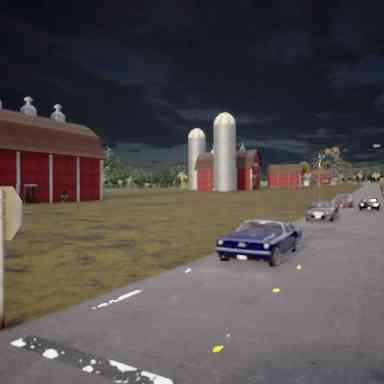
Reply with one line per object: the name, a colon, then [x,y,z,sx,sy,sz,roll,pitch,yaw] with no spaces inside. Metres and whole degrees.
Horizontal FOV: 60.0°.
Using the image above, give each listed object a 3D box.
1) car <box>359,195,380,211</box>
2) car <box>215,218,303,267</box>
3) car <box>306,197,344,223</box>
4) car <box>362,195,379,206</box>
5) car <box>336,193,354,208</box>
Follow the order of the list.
car: [18.513,1.255,34.669,1.895,1.301,4.718,0,1,29]
car: [2.545,1.635,11.818,1.895,1.301,4.718,0,0,29]
car: [9.869,1.383,25.039,2.128,1.511,4.902,0,1,29]
car: [23.292,1.064,43.420,1.895,1.301,4.718,0,1,29]
car: [17.799,0.932,39.187,2.097,1.767,4.553,0,1,29]
